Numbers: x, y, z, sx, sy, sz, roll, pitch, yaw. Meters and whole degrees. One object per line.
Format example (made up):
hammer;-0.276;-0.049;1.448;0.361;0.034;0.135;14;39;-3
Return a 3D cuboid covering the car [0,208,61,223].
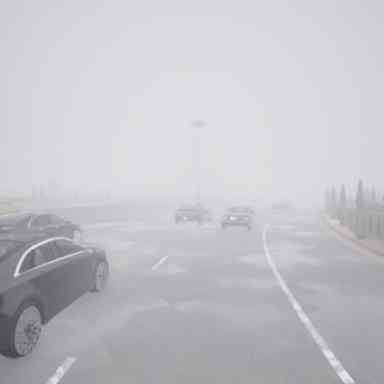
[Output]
car;-5.826;1.477;12.290;1.837;1.490;4.892;0;0;8

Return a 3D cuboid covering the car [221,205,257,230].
car;3.098;1.562;21.398;2.033;1.411;5.357;0;0;15

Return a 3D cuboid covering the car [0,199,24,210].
car;-16.819;1.396;28.486;1.882;1.535;5.008;0;0;16

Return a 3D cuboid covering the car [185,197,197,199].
car;-0.198;1.527;49.918;2.128;1.511;4.902;0;0;30

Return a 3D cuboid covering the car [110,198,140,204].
car;-8.326;1.452;41.723;2.128;1.511;4.902;0;0;24

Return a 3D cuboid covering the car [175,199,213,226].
car;0.214;1.492;23.809;2.128;1.511;4.902;0;0;16

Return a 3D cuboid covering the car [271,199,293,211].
car;11.114;1.578;41.041;1.812;1.442;4.674;0;0;29

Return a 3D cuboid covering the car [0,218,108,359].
car;-3.017;1.477;5.986;2.128;1.511;4.902;0;0;4
